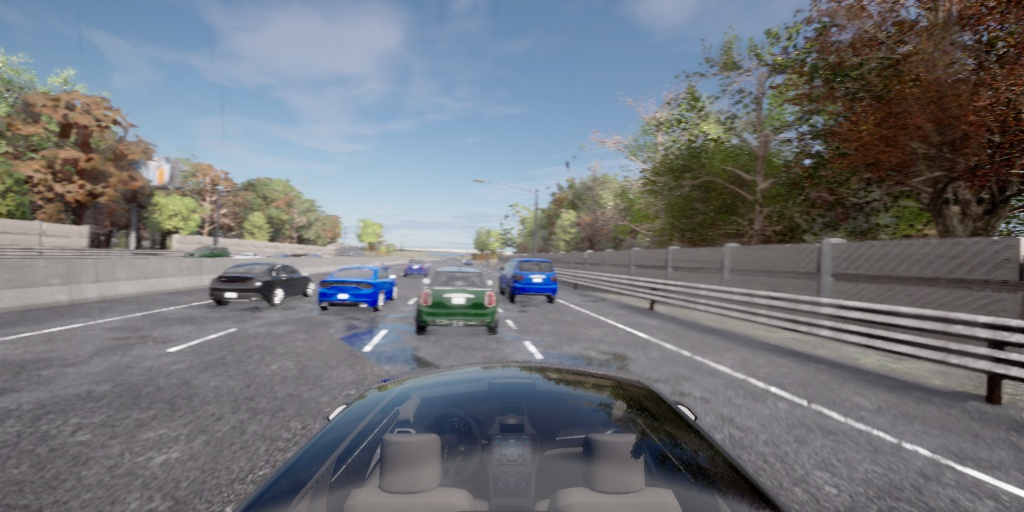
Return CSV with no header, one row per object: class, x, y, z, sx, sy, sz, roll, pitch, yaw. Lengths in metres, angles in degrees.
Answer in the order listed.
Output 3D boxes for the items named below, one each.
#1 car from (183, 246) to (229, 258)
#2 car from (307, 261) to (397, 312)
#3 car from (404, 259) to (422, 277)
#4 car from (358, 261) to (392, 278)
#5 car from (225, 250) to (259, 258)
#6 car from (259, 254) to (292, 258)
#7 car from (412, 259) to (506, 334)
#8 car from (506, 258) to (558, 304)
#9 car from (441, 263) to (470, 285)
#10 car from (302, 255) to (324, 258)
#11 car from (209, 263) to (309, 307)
car,-34.998,-0.102,41.395,2.150,2.045,5.566,2,0,-9
car,-5.606,1.103,13.542,1.882,1.535,5.008,2,-1,-9
car,-8.820,1.029,33.668,2.097,1.767,4.553,2,-1,-9
car,-12.115,1.129,32.083,1.895,1.301,4.718,2,-1,-9
car,-31.751,0.352,43.158,1.812,1.442,4.674,2,-1,-9
car,-28.297,0.499,43.690,1.812,1.442,4.674,2,-1,-9
car,-1.639,1.116,10.870,2.097,1.767,4.553,2,-1,-9
car,0.664,1.142,18.030,2.150,2.045,5.566,2,-1,-9
car,-4.514,1.357,28.808,2.033,1.411,5.357,2,-1,-9
car,-24.957,0.600,44.972,1.882,1.535,5.008,2,-1,-9
car,-9.164,0.985,13.615,1.837,1.490,4.892,2,-1,-9
